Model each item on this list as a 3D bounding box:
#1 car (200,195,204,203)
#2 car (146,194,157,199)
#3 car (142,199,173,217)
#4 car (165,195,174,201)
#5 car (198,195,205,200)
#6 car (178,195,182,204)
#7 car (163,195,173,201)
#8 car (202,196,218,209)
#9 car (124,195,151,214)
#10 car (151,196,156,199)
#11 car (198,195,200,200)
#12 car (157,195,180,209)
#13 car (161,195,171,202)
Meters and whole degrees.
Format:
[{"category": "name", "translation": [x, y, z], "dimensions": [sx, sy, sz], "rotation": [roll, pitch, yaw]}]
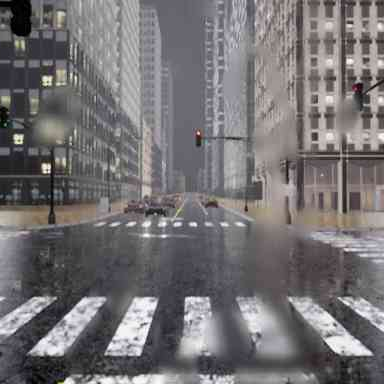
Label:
[{"category": "car", "translation": [2.668, 1.466, 56.582], "dimensions": [1.752, 1.417, 4.829], "rotation": [1, 0, 0]}, {"category": "car", "translation": [-5.701, 1.267, 45.189], "dimensions": [2.192, 1.841, 5.009], "rotation": [1, 0, 0]}, {"category": "car", "translation": [-3.119, 1.568, 30.534], "dimensions": [1.895, 1.301, 4.718], "rotation": [0, 0, 0]}, {"category": "car", "translation": [-5.731, 1.457, 84.215], "dimensions": [1.887, 1.381, 4.507], "rotation": [1, 0, 0]}, {"category": "car", "translation": [2.642, 1.446, 95.452], "dimensions": [1.887, 1.381, 4.507], "rotation": [1, 0, 0]}, {"category": "car", "translation": [-3.063, 1.285, 62.710], "dimensions": [2.097, 1.767, 4.553], "rotation": [0, 0, 0]}, {"category": "car", "translation": [-5.727, 1.468, 78.640], "dimensions": [2.008, 1.369, 4.403], "rotation": [1, 0, 0]}, {"category": "car", "translation": [2.674, 1.534, 45.256], "dimensions": [1.802, 1.307, 4.206], "rotation": [1, 0, 0]}, {"category": "car", "translation": [-5.696, 1.404, 34.038], "dimensions": [1.967, 1.590, 4.097], "rotation": [1, 0, 0]}, {"category": "car", "translation": [-5.703, 1.540, 39.614], "dimensions": [1.802, 1.307, 4.206], "rotation": [1, 0, 0]}, {"category": "car", "translation": [2.664, 1.501, 61.989], "dimensions": [1.947, 1.339, 4.313], "rotation": [1, 0, 0]}, {"category": "car", "translation": [-3.126, 1.500, 44.841], "dimensions": [2.033, 1.411, 5.357], "rotation": [0, 0, 0]}, {"category": "car", "translation": [-5.723, 1.468, 73.064], "dimensions": [1.887, 1.381, 4.507], "rotation": [1, 0, 0]}]
